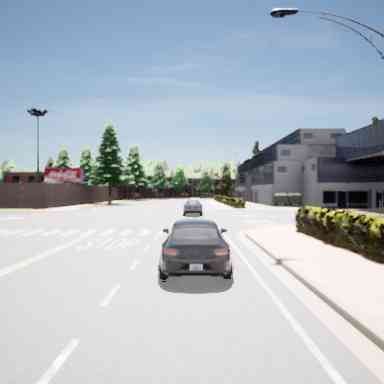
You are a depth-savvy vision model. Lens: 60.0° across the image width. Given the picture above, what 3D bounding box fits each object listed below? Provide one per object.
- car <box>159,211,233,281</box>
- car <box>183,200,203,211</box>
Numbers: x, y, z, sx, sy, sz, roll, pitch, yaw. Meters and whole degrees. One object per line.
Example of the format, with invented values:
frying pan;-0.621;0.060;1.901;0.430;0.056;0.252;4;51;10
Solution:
car;0.087;1.514;9.729;1.812;1.442;4.674;0;0;0
car;0.095;1.511;32.600;2.033;1.411;5.357;0;0;0
